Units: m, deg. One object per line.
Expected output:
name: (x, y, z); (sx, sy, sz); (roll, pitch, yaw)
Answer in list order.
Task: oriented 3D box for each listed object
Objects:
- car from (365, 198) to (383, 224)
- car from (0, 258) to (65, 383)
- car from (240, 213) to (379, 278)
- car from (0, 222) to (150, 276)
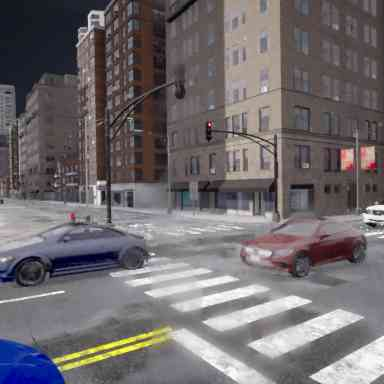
car: (13.410, 1.224, 21.350); (5.566, 2.045, 2.150); (0, 0, -33)
car: (-3.077, 1.478, 1.253); (5.008, 1.535, 1.882); (0, 0, -35)
car: (3.592, 1.524, 10.237); (4.674, 1.442, 1.812); (0, 0, -36)
car: (-3.311, 1.563, 9.307); (4.181, 1.385, 1.994); (0, 0, -35)
